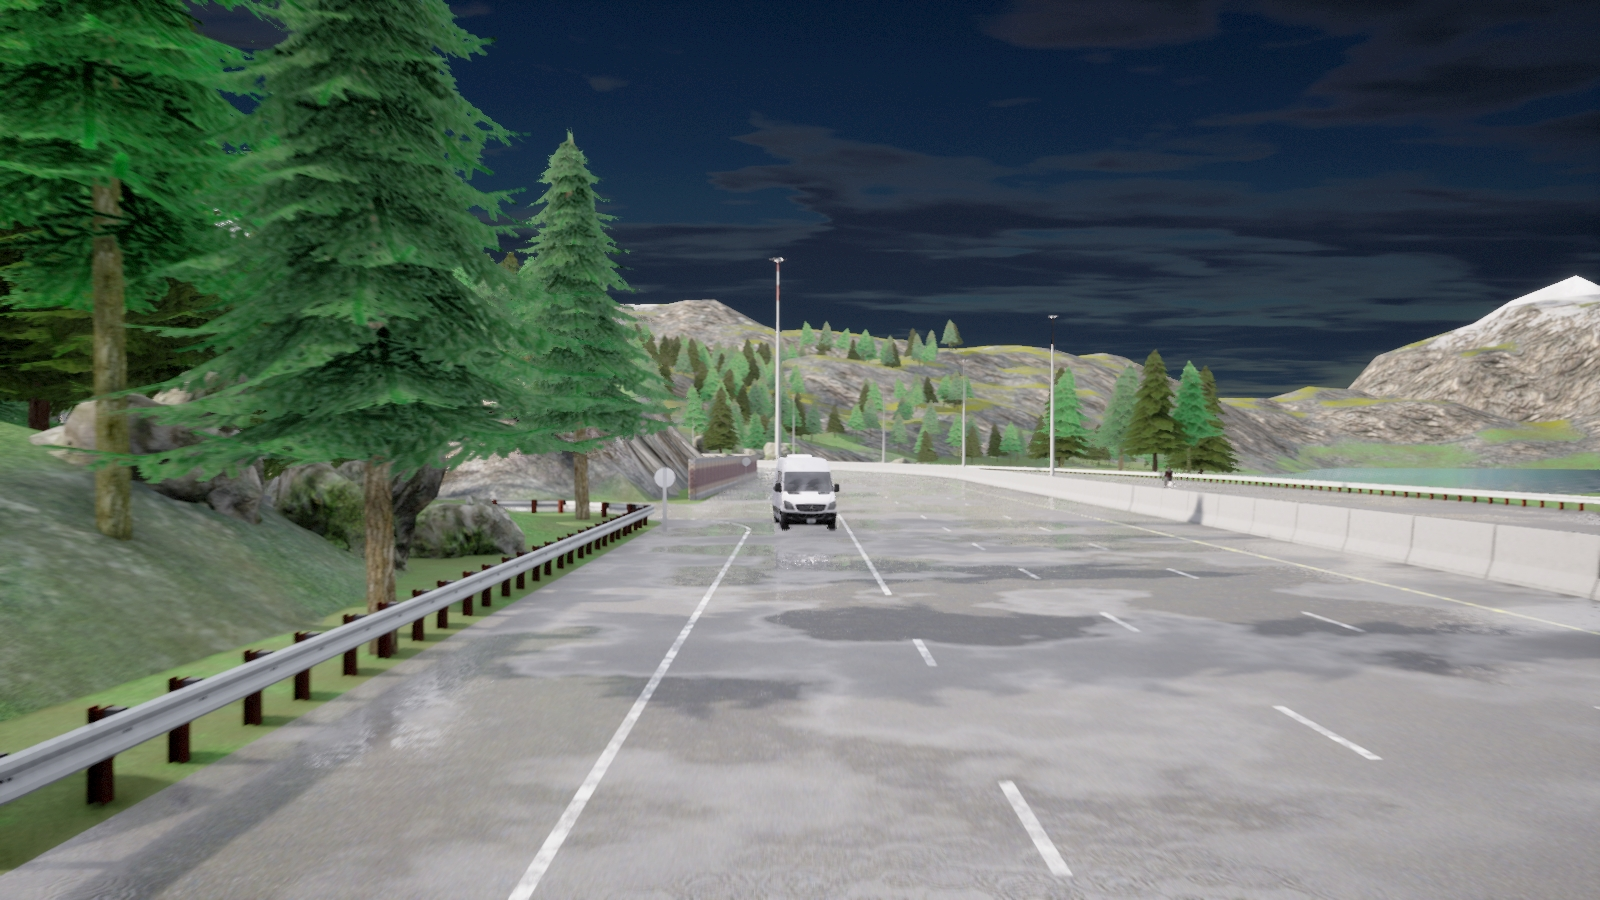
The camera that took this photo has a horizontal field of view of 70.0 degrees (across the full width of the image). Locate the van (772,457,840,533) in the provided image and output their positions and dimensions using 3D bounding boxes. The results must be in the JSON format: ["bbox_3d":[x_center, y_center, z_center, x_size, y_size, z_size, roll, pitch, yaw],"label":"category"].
[{"bbox_3d":[0.131,1.556,42.025,1.988,2.561,5.915,0,0,-5],"label":"van"}]
